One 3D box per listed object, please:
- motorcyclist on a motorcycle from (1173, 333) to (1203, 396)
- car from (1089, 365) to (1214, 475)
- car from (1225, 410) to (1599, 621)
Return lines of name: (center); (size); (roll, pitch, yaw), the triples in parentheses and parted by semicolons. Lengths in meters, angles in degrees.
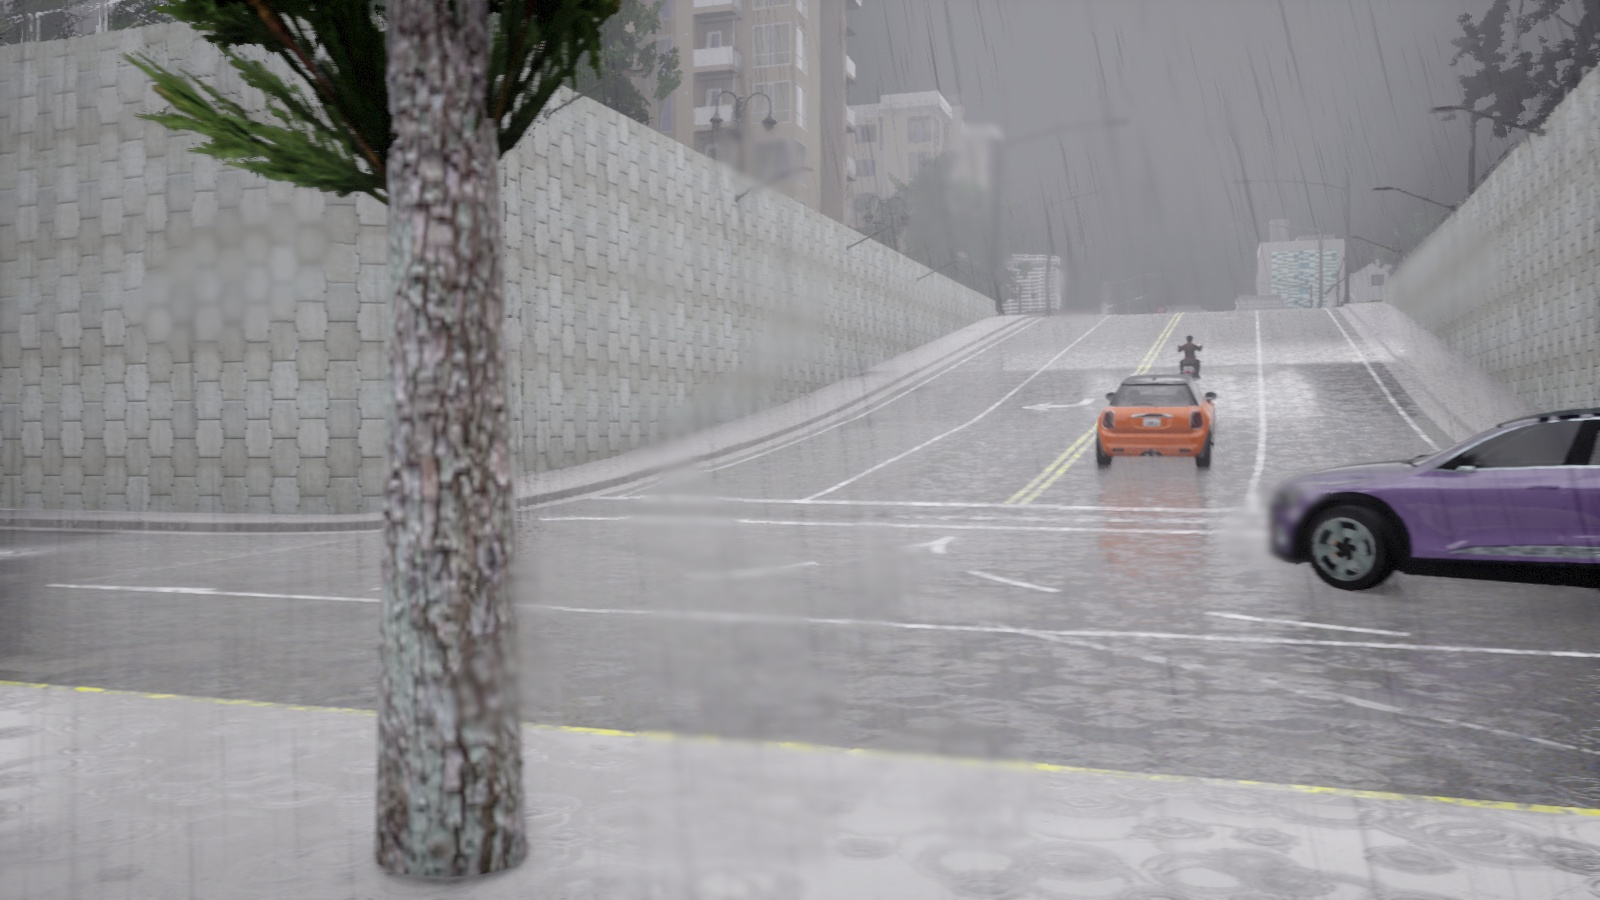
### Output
motorcyclist on a motorcycle: (11.756, -2.613, 38.018); (0.766, 1.649, 2.350); (1, 10, 20)
car: (7.196, -0.707, 25.412); (2.097, 1.767, 4.553); (1, 7, 19)
car: (6.484, 0.478, 10.934); (4.856, 1.649, 2.033); (1, 2, 40)
